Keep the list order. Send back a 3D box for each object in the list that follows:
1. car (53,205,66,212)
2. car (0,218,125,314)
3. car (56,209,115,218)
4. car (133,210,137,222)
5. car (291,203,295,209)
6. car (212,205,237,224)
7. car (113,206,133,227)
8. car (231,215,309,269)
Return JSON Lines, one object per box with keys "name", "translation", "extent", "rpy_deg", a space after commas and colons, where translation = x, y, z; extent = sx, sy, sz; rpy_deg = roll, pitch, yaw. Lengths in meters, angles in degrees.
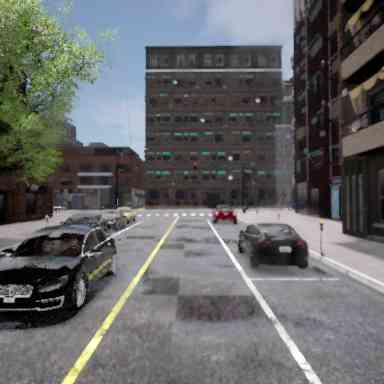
{"name": "car", "translation": [-20.532, 2.325, 47.876], "extent": [4.674, 1.442, 1.812], "rpy_deg": [0, -2, 1]}
{"name": "car", "translation": [-3.105, 1.617, 8.084], "extent": [1.837, 1.490, 4.892], "rpy_deg": [0, -1, 0]}
{"name": "car", "translation": [-5.655, 1.806, 17.323], "extent": [1.947, 1.339, 4.313], "rpy_deg": [1, -1, 0]}
{"name": "car", "translation": [-5.833, 1.921, 28.527], "extent": [1.752, 1.417, 4.829], "rpy_deg": [1, -1, 0]}
{"name": "car", "translation": [16.727, 1.907, 47.370], "extent": [5.008, 1.535, 1.882], "rpy_deg": [-1, -2, 1]}
{"name": "car", "translation": [2.733, 1.838, 28.759], "extent": [1.967, 1.590, 4.097], "rpy_deg": [1, -1, 0]}
{"name": "car", "translation": [-5.659, 1.869, 23.011], "extent": [2.008, 1.369, 4.403], "rpy_deg": [1, -1, 0]}
{"name": "car", "translation": [2.695, 1.728, 11.701], "extent": [1.947, 1.339, 4.313], "rpy_deg": [1, -1, 0]}
